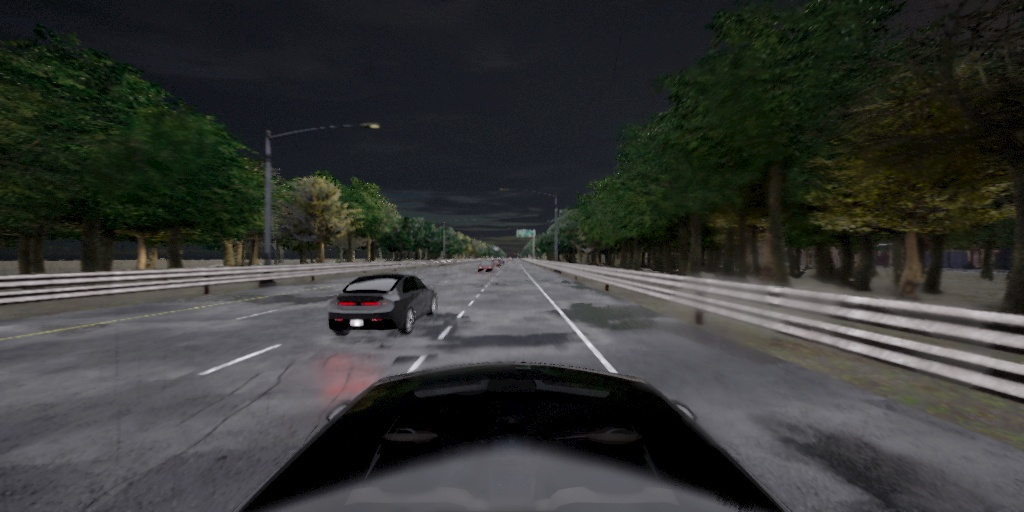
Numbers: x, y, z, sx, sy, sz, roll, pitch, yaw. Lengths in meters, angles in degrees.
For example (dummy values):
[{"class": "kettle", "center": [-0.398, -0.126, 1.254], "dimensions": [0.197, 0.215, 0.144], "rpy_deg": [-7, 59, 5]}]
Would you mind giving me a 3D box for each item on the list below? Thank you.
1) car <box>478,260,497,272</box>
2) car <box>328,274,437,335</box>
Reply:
[{"class": "car", "center": [-3.398, 1.477, 47.674], "dimensions": [1.895, 1.301, 4.718], "rpy_deg": [0, 0, 0]}, {"class": "car", "center": [-3.497, 1.267, 10.511], "dimensions": [1.837, 1.490, 4.892], "rpy_deg": [0, 0, 0]}]
